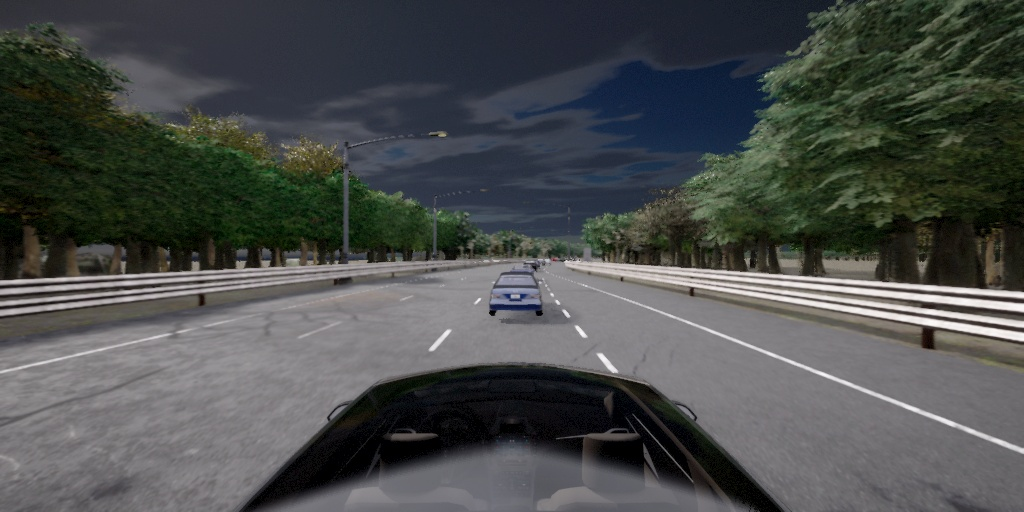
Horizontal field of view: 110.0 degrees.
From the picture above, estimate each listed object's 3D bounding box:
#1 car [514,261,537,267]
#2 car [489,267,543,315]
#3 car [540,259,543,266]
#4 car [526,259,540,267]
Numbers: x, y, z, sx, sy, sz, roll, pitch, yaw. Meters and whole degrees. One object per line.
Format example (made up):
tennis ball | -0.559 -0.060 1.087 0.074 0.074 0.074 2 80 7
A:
car | 0.936 1.370 30.615 1.895 1.301 4.718 0 0 4
car | 0.174 1.299 13.615 2.033 1.411 5.357 0 0 2
car | 3.651 1.372 59.319 1.812 1.442 4.674 0 0 7
car | 2.588 1.293 50.098 1.882 1.535 5.008 0 0 6
